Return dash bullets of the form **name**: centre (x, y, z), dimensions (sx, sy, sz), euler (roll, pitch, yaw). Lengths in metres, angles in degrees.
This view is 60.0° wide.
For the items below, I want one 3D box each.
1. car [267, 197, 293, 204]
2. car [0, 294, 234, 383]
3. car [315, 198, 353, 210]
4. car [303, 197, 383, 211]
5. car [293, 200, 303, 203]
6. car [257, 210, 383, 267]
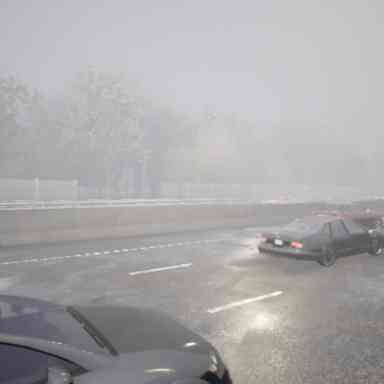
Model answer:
- **car**: centre (12.846, 1.467, 47.525), dimensions (5.008, 1.535, 1.882), euler (0, 0, -35)
- **car**: centre (-1.662, 1.564, 2.562), dimensions (4.181, 1.385, 1.994), euler (0, 0, -36)
- **car**: centre (18.333, 1.538, 42.838), dimensions (5.357, 1.411, 2.033), euler (0, 0, -35)
- **car**: centre (8.639, 1.338, 18.514), dimensions (4.553, 1.767, 2.097), euler (0, 0, -36)
- **car**: centre (16.804, 1.484, 46.043), dimensions (4.902, 1.511, 2.128), euler (0, 0, -35)
- **car**: centre (4.621, 1.539, 11.344), dimensions (5.357, 1.411, 2.033), euler (0, 0, -35)
